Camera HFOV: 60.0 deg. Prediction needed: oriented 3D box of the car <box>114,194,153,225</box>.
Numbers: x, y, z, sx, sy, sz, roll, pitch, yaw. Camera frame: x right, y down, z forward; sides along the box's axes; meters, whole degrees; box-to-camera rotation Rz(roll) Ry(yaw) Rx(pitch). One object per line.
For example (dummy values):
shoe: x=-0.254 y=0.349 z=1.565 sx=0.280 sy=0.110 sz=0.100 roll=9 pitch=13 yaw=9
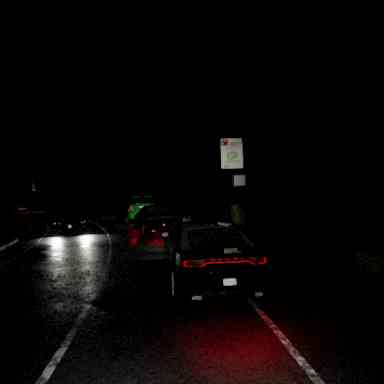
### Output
car: x=-4.254 y=1.213 z=24.479 sx=2.150 sy=2.045 sz=5.566 roll=-2 pitch=0 yaw=-23

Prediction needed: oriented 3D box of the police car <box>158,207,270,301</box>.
police car: x=0.299 y=1.403 z=8.513 sx=1.930 sy=1.638 sz=5.238 roll=-1 pitch=0 yaw=-8

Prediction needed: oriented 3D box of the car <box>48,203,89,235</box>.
car: x=-7.364 y=1.616 z=19.948 sx=1.837 sy=1.490 sz=4.892 roll=-1 pitch=0 yaw=-21

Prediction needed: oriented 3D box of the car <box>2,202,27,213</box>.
car: x=-27.541 y=2.351 z=51.560 sx=4.892 sy=1.490 sz=1.837 roll=-3 pitch=2 yaw=34

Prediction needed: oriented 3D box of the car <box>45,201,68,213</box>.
car: x=-17.035 y=1.861 z=42.275 sx=4.902 sy=1.511 sz=2.128 roll=-2 pitch=2 yaw=45

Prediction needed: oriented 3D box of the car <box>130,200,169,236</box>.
car: x=-2.046 y=1.448 z=18.580 sx=1.882 sy=1.535 sz=5.008 roll=-2 pitch=0 yaw=-18
